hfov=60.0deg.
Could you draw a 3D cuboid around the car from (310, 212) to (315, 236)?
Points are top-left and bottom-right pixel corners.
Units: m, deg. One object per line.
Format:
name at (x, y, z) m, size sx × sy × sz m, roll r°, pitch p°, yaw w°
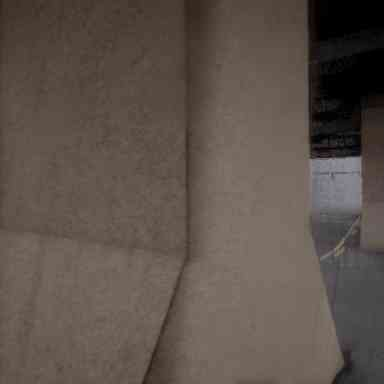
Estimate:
car at (2.999, 1.312, 12.688) m, size 2.150 × 2.045 × 5.566 m, roll 0°, pitch 0°, yaw 35°
